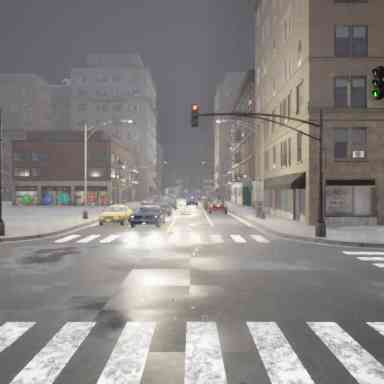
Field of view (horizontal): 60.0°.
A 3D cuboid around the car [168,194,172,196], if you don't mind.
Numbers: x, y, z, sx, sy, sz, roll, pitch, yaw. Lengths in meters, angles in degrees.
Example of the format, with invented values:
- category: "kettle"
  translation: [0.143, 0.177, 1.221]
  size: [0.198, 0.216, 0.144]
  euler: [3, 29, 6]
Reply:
- category: "car"
  translation: [-5.391, 1.586, 63.632]
  size: [1.802, 1.307, 4.206]
  euler: [0, 0, 0]

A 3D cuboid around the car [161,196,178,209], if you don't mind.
- category: "car"
  translation: [-2.844, 1.528, 42.098]
  size: [1.812, 1.442, 4.674]
  euler: [0, 0, 0]

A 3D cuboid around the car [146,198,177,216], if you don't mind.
- category: "car"
  translation: [-2.857, 1.548, 32.257]
  size: [2.033, 1.411, 5.357]
  euler: [0, 0, 0]

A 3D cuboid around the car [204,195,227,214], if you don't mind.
- category: "car"
  translation: [2.635, 1.441, 35.322]
  size: [1.967, 1.590, 4.097]
  euler: [0, 0, 0]

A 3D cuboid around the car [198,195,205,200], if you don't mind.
- category: "car"
  translation: [2.632, 1.575, 91.942]
  size: [1.947, 1.339, 4.313]
  euler: [0, 0, 0]

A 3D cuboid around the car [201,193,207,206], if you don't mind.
- category: "car"
  translation: [2.635, 1.317, 40.985]
  size: [2.192, 1.841, 5.009]
  euler: [0, 0, 0]

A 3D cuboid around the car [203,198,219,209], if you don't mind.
- category: "car"
  translation: [2.635, 1.568, 46.647]
  size: [1.947, 1.339, 4.313]
  euler: [0, 0, 0]

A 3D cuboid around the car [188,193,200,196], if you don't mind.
- category: "car"
  translation: [-0.004, 1.225, 64.116]
  size: [2.150, 2.045, 5.566]
  euler: [0, 0, 0]

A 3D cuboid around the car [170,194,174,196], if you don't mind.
- category: "car"
  translation: [-5.392, 1.530, 69.124]
  size: [1.752, 1.417, 4.829]
  euler: [0, 0, 0]

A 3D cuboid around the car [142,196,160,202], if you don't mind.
- category: "car"
  translation: [-5.390, 1.553, 40.984]
  size: [2.008, 1.369, 4.403]
  euler: [0, 0, 0]

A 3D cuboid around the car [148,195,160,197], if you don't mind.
- category: "car"
  translation: [-5.390, 1.317, 46.647]
  size: [2.192, 1.841, 5.009]
  euler: [0, 0, 0]

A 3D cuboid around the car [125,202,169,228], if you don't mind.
- category: "car"
  translation: [-2.883, 1.601, 22.520]
  size: [1.895, 1.301, 4.718]
  euler: [0, 0, 1]

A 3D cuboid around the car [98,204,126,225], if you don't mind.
- category: "car"
  translation: [-5.389, 1.526, 23.829]
  size: [1.752, 1.417, 4.829]
  euler: [0, 0, 0]

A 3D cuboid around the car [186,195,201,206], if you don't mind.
- category: "car"
  translation: [-0.003, 1.604, 53.814]
  size: [1.895, 1.301, 4.718]
  euler: [0, 0, 0]

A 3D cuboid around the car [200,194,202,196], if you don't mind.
- category: "car"
  translation: [2.633, 1.555, 69.294]
  size: [2.008, 1.369, 4.403]
  euler: [0, 0, 0]
